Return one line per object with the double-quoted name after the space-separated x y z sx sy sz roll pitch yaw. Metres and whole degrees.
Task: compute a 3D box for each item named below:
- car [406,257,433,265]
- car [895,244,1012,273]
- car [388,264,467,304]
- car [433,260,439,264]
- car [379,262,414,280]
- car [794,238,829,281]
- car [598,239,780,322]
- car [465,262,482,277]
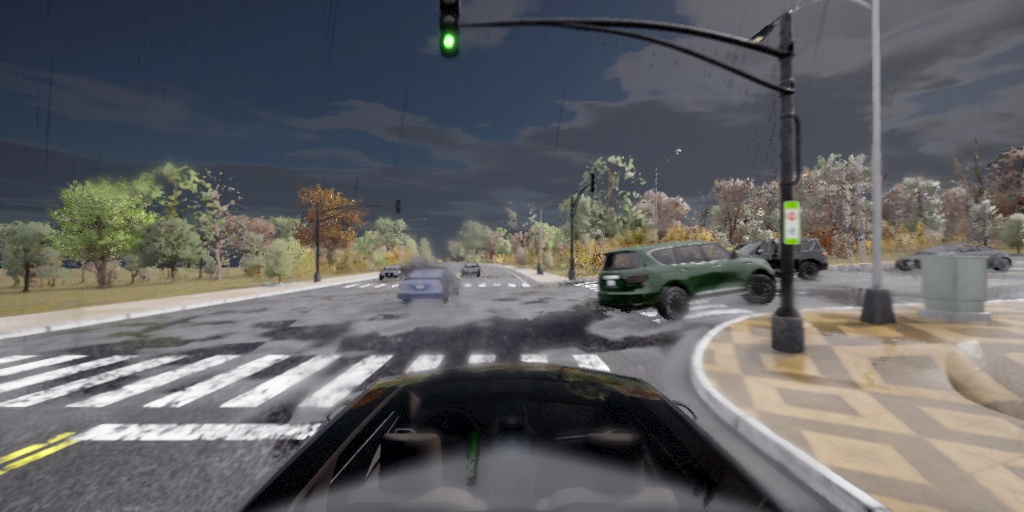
-11.223 1.182 42.721 2.150 2.045 5.566 0 0 -4 "car"
21.974 0.131 17.977 4.181 1.385 1.994 -3 0 0 "car"
-3.377 1.199 15.522 2.033 1.411 5.357 -1 0 -1 "car"
-11.912 1.376 52.808 2.097 1.767 4.553 0 0 -5 "car"
-10.684 1.464 32.864 1.994 1.385 4.181 0 0 -3 "car"
12.436 0.228 17.865 5.566 2.045 2.150 -3 0 0 "car"
5.237 0.589 10.856 5.566 2.045 2.150 -6 -3 -21 "car"
-4.258 1.418 37.847 2.128 1.511 4.902 0 0 -3 "car"
